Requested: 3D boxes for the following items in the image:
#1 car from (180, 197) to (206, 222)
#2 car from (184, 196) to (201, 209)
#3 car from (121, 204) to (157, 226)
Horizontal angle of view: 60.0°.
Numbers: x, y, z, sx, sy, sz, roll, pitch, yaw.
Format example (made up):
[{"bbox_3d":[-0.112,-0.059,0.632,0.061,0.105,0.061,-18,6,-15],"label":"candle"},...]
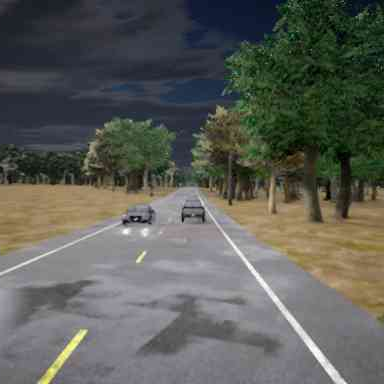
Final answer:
[{"bbox_3d":[0.091,1.452,26.271,2.128,1.511,4.902,0,1,0],"label":"car"},{"bbox_3d":[0.084,1.288,42.513,2.033,1.411,5.357,0,1,0],"label":"car"},{"bbox_3d":[-3.603,1.545,23.260,1.994,1.385,4.181,0,0,0],"label":"car"}]
